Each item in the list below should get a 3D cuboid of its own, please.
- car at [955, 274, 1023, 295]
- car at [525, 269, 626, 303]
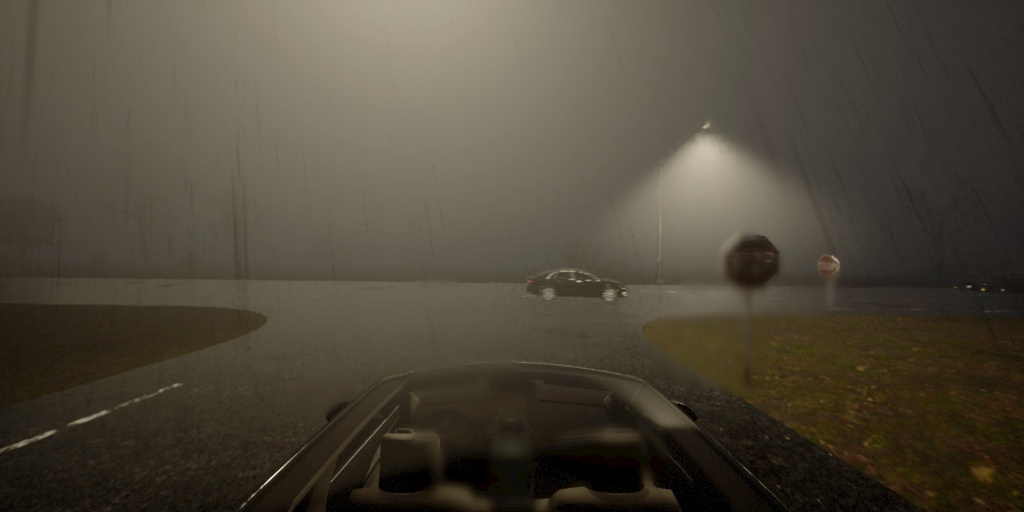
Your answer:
[{"bbox_3d":[33.141,1.909,24.424,4.181,1.385,1.994,0,0,0],"label":"car"},{"bbox_3d":[3.100,1.408,17.647,4.892,1.490,1.837,1,0,0],"label":"car"}]
